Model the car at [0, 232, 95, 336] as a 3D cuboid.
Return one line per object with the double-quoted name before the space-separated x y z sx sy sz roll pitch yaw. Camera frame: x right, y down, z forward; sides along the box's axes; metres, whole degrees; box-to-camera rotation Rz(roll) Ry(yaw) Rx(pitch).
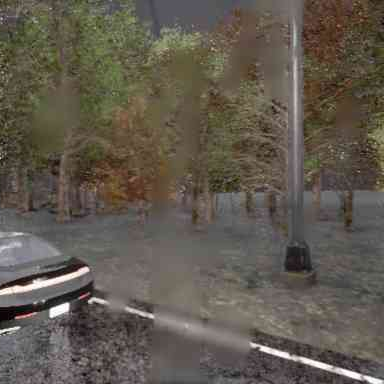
"car" -3.940 1.541 6.346 4.902 1.511 2.128 0 2 36
